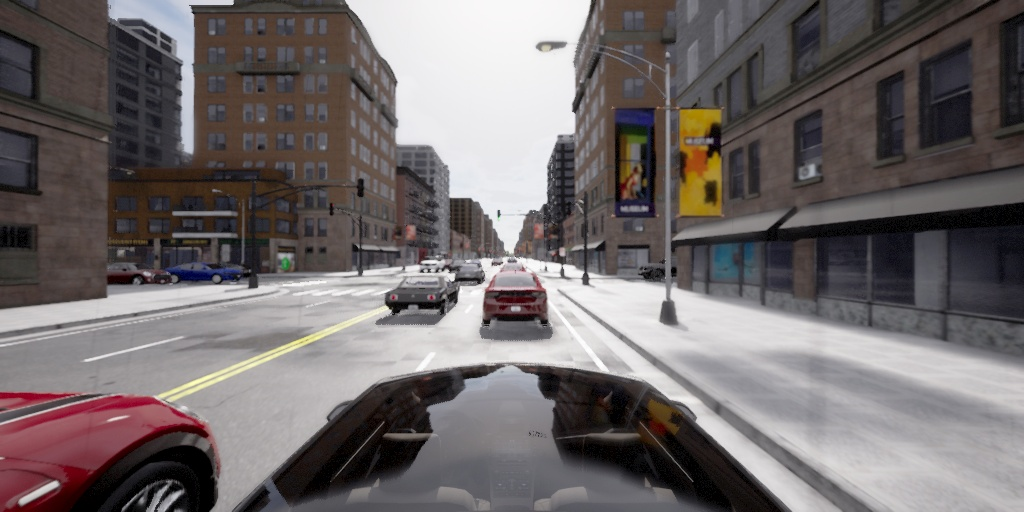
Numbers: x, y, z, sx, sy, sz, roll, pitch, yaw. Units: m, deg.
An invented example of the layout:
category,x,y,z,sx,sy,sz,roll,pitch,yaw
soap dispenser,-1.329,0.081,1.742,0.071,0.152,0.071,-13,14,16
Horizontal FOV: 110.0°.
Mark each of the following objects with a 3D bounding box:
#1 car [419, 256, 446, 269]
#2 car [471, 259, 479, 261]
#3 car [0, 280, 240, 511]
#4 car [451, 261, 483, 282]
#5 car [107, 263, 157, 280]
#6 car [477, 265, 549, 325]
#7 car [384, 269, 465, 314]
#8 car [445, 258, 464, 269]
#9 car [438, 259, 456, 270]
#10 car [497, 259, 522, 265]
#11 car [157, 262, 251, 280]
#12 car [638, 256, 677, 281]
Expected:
category,x,y,z,sx,sy,sz,roll,pitch,yaw
car,-9.819,0.986,44.573,2.150,2.045,5.566,0,0,2
car,-6.566,1.366,53.657,1.895,1.301,4.718,0,0,0
car,-3.151,1.101,0.694,2.097,1.767,4.553,0,0,0
car,-3.147,1.325,27.447,1.994,1.385,4.181,0,0,0
car,-25.416,1.180,24.069,4.097,1.591,1.967,0,0,0
car,0.102,1.232,11.891,1.882,1.535,5.008,0,0,0
car,-3.165,1.356,13.679,1.895,1.301,4.718,0,0,0
car,-6.589,1.242,44.318,1.882,1.535,5.008,0,0,-1
car,-9.810,1.243,54.574,1.882,1.535,5.008,0,0,0
car,0.092,1.237,26.129,1.882,1.535,5.008,0,0,0
car,-22.746,1.230,26.595,5.008,1.535,1.882,0,0,0
car,13.375,1.023,29.713,5.566,2.045,2.150,0,0,0
